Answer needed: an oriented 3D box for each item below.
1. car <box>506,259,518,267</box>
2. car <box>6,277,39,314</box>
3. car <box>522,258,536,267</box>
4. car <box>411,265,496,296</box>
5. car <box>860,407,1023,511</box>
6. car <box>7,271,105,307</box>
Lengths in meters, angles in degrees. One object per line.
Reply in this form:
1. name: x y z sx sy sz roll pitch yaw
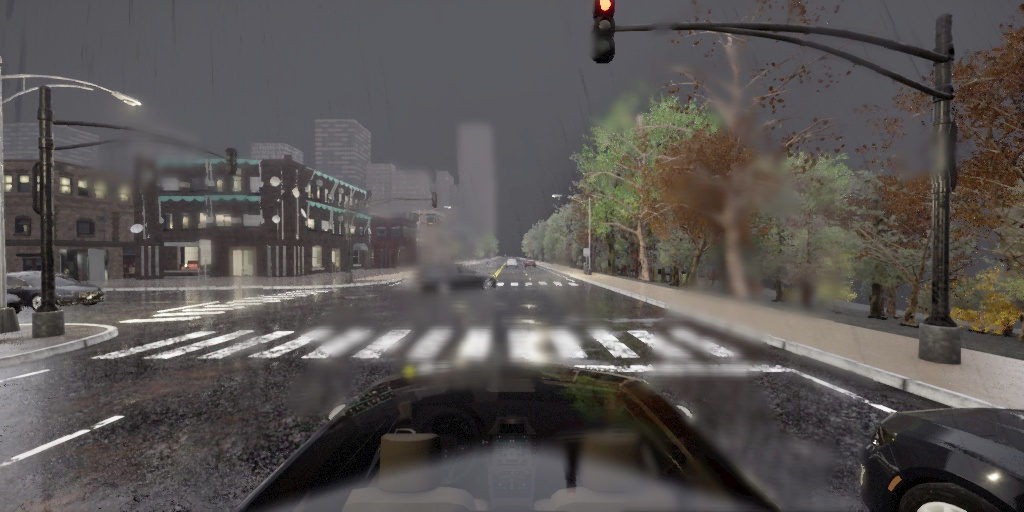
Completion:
1. car: -0.029 1.252 63.289 1.812 1.442 4.674 0 0 0
2. car: -19.969 1.565 12.459 4.313 1.339 1.948 0 0 0
3. car: 3.224 1.252 63.392 1.812 1.442 4.674 0 0 0
4. car: -3.042 1.250 19.637 4.892 1.490 1.837 0 2 -43
5. car: 3.352 1.255 0.459 1.837 1.490 4.892 0 0 0
6. car: -20.301 1.475 15.163 4.892 1.490 1.837 1 1 0
